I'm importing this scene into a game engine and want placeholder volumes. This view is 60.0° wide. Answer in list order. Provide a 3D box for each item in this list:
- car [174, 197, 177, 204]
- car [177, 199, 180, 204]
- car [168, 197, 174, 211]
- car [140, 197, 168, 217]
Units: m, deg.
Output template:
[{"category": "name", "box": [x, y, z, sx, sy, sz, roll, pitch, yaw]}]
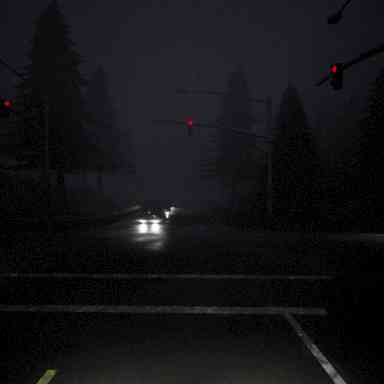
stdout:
[{"category": "car", "box": [-3.989, 1.491, 51.168, 2.128, 1.511, 4.902, 0, 0, -9]}, {"category": "car", "box": [-4.100, 1.564, 61.663, 1.994, 1.385, 4.181, 0, 0, -39]}, {"category": "car", "box": [-3.648, 1.478, 41.001, 1.882, 1.535, 5.008, 0, 0, 0]}, {"category": "car", "box": [-3.654, 1.491, 30.819, 2.128, 1.511, 4.902, 0, 0, 0]}]
